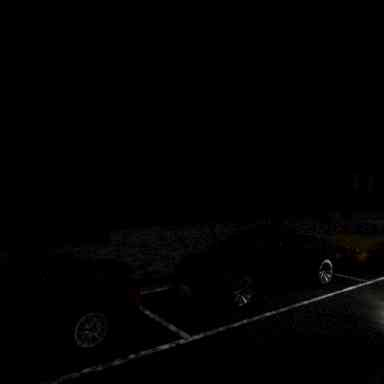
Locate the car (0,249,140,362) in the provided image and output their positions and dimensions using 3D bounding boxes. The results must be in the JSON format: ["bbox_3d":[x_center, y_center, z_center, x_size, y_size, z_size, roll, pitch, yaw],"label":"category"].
[{"bbox_3d":[-2.932,1.545,4.555,4.507,1.381,1.887,0,0,-36],"label":"car"}]

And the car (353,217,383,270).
[{"bbox_3d":[6.094,1.524,11.021,4.829,1.417,1.752,0,0,-36],"label":"car"}]

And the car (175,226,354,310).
[{"bbox_3d":[1.650,1.565,7.837,4.313,1.339,1.947,0,0,-36],"label":"car"}]
